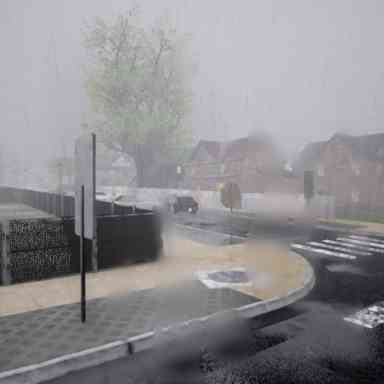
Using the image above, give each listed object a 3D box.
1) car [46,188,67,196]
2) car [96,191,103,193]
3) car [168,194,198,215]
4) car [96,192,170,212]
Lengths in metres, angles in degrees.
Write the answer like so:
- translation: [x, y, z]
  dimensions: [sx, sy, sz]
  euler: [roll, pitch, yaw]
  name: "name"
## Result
- translation: [-18.909, 0.170, 46.370]
  dimensions: [1.895, 1.301, 4.718]
  euler: [0, 2, -35]
  name: "car"
- translation: [-9.324, 0.597, 32.558]
  dimensions: [1.812, 1.442, 4.674]
  euler: [0, 2, -35]
  name: "car"
- translation: [-1.301, 0.890, 25.417]
  dimensions: [1.837, 1.490, 4.892]
  euler: [1, 2, -29]
  name: "car"
- translation: [-4.302, 0.920, 23.956]
  dimensions: [4.718, 1.301, 1.895]
  euler: [3, 0, -14]
  name: "car"
